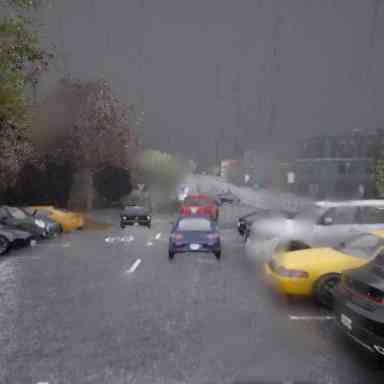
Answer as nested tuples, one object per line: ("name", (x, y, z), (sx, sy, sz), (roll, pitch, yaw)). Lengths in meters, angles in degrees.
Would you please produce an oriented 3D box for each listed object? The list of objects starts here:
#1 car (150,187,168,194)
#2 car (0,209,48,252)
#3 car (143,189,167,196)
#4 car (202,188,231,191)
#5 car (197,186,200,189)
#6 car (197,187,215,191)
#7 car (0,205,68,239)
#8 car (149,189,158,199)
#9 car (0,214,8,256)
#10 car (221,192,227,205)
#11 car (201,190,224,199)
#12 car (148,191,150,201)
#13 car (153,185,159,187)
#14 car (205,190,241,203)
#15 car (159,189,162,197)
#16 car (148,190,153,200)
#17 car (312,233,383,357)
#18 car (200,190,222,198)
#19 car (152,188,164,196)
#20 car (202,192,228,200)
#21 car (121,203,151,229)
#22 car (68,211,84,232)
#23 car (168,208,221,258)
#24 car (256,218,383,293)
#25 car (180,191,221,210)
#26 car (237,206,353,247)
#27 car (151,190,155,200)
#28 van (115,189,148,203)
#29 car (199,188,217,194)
("car", (-8.930, -0.413, 89.862), (4.553, 1.767, 2.185), (0, 3, 0))
("car", (-8.528, 1.555, 12.871), (4.792, 1.488, 2.163), (0, 0, 0))
("car", (-8.706, 0.207, 78.719), (5.366, 1.575, 1.946), (0, 2, 0))
("car", (4.175, 0.705, 51.040), (4.553, 1.767, 2.185), (0, 0, 0))
("car", (4.157, 0.079, 78.895), (4.553, 1.767, 2.185), (0, 2, 0))
("car", (4.175, 0.532, 56.611), (5.566, 2.045, 2.435), (0, 1, 0))
("car", (-8.593, 1.409, 15.517), (4.553, 1.767, 2.185), (0, 0, 0))
("car", (-9.062, 0.780, 56.542), (5.366, 1.575, 1.946), (0, 1, 0))
("car", (-8.551, 1.556, 10.101), (4.674, 1.452, 2.002), (0, 0, 0))
("car", (0.713, 1.049, 36.800), (5.357, 1.411, 2.033), (0, 4, 37))
("car", (4.227, 0.442, 67.759), (4.553, 1.767, 2.185), (0, 2, 0))
("car", (-8.874, 0.882, 48.053), (4.674, 1.452, 2.002), (0, 0, 0))
("car", (-8.923, -0.274, 84.282), (5.566, 2.045, 2.435), (0, 3, 0))
("car", (4.240, 0.882, 45.471), (4.792, 1.488, 2.163), (0, 0, 0))
("car", (-8.877, 0.640, 64.783), (5.008, 1.535, 2.097), (0, 1, 0))
("car", (-8.876, 0.871, 50.838), (4.674, 1.452, 2.002), (0, 0, 0))
("car", (4.528, 1.498, 4.555), (4.892, 1.521, 2.231), (0, 0, 0))
("car", (4.163, 0.433, 73.336), (4.792, 1.488, 2.163), (0, 2, 0))
("car", (-8.879, 0.571, 67.572), (5.008, 1.535, 2.097), (0, 2, 0))
("car", (4.229, 0.728, 62.182), (4.792, 1.488, 2.163), (0, 1, 0))
("car", (-3.821, 1.658, 22.500), (1.895, 1.301, 4.718), (0, 0, -12))
("car", (-8.561, 1.544, 18.288), (5.008, 1.535, 2.097), (0, 0, 0))
("car", (0.090, 1.571, 12.871), (1.812, 1.442, 4.674), (0, 0, 0))
("car", (4.345, 1.503, 7.331), (5.366, 1.575, 1.946), (0, 0, 0))
("car", (0.584, 1.215, 24.250), (2.150, 2.045, 5.566), (0, 2, 10))
("car", (4.547, 1.565, 15.660), (4.792, 1.488, 2.163), (0, 0, 0))
("car", (-8.904, 0.841, 53.750), (4.792, 1.488, 2.163), (0, 0, 0))
("van", (-8.743, 0.629, 45.379), (4.442, 1.987, 1.878), (1, 0, 0))
("car", (4.211, -0.266, 90.043), (4.792, 1.488, 2.163), (0, 3, 0))
